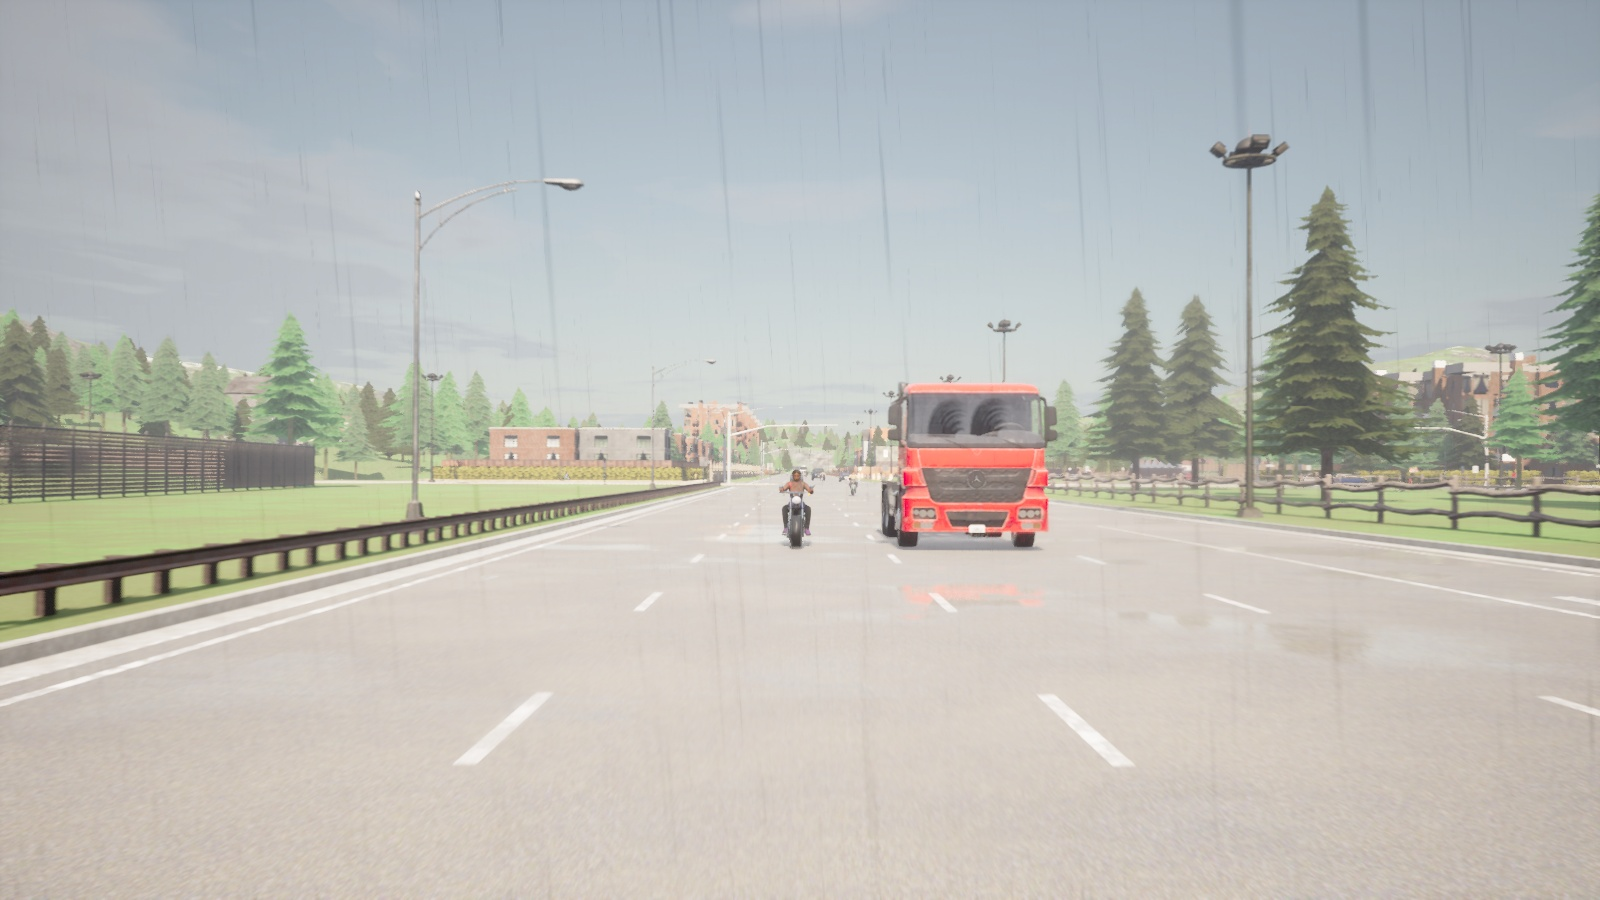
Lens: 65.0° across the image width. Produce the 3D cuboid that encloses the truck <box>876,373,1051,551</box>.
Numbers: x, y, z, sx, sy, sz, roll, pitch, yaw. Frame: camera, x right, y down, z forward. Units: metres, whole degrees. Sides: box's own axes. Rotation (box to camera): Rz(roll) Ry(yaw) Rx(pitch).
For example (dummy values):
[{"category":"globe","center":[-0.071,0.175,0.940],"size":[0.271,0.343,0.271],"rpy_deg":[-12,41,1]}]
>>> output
[{"category":"truck","center":[3.427,0.292,28.437],"size":[2.891,3.462,7.936],"rpy_deg":[0,-1,0]}]

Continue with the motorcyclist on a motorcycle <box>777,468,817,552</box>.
[{"category":"motorcyclist on a motorcycle","center":[-0.063,1.195,25.873],"size":[0.766,1.649,2.350],"rpy_deg":[0,-1,0]}]
